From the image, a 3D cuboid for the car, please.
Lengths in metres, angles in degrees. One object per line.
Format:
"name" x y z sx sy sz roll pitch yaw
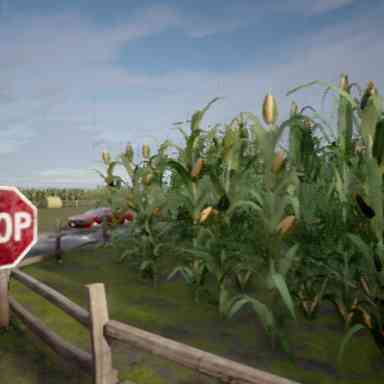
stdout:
"car" -6.105 1.755 22.539 1.882 1.535 5.008 0 0 28
